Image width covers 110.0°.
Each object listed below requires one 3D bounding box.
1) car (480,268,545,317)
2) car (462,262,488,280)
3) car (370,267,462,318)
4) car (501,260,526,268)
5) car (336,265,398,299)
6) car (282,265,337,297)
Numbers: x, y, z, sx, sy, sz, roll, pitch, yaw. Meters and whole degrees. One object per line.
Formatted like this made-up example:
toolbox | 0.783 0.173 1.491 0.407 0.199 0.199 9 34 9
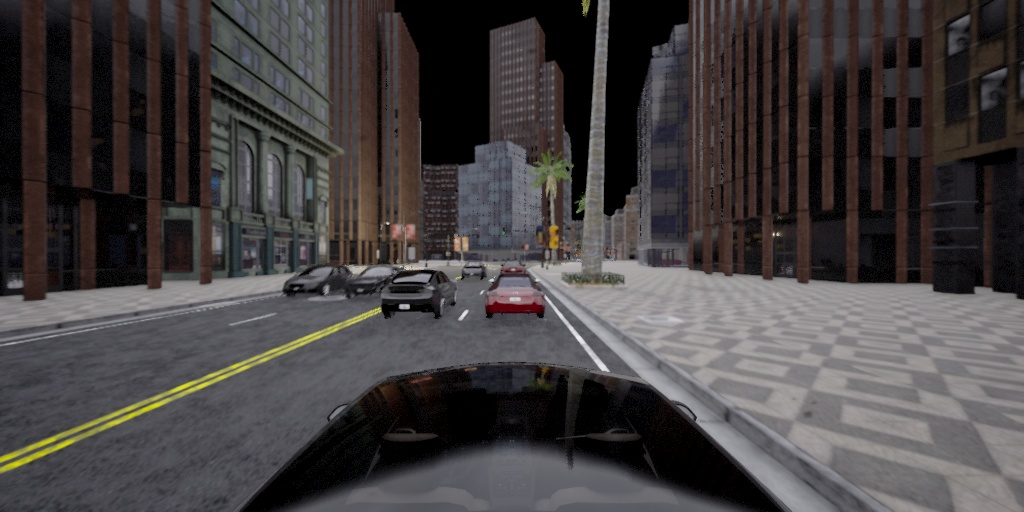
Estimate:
car | 0.099 1.302 13.090 1.994 1.385 4.181 0 0 0
car | -3.151 1.218 30.621 2.128 1.511 4.902 0 0 0
car | -3.151 1.243 12.938 1.837 1.490 4.892 0 0 0
car | 0.099 1.080 30.385 2.097 1.767 4.553 0 0 0
car | -6.602 1.212 18.107 1.882 1.535 5.008 0 0 0
car | -9.852 1.239 18.791 1.837 1.490 4.892 0 0 0
